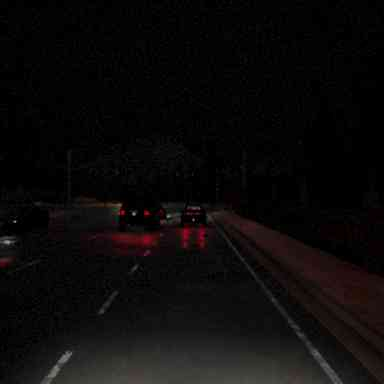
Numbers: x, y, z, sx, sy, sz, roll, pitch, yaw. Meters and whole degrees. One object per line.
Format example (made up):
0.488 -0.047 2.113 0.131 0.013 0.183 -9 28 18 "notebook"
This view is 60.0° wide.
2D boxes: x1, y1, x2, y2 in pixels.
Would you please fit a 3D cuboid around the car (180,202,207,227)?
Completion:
0.111 1.707 24.915 2.128 1.511 4.902 0 0 0 "car"

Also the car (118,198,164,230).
-3.439 1.417 22.552 2.150 2.045 5.566 0 0 0 "car"

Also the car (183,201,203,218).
0.110 1.775 34.416 1.882 1.535 5.008 0 0 0 "car"

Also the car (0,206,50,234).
-10.550 1.669 20.565 2.128 1.511 4.902 0 -1 1 "car"

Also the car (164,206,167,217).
-3.485 1.840 31.906 1.994 1.385 4.181 0 0 0 "car"
